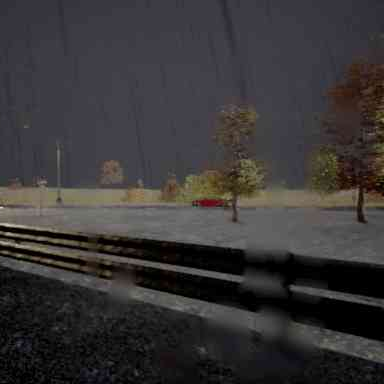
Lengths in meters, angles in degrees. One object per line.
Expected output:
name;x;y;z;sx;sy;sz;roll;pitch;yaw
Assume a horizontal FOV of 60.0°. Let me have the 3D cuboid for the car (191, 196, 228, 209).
car;2.003;1.165;37.959;4.181;1.385;1.994;0;0;12
